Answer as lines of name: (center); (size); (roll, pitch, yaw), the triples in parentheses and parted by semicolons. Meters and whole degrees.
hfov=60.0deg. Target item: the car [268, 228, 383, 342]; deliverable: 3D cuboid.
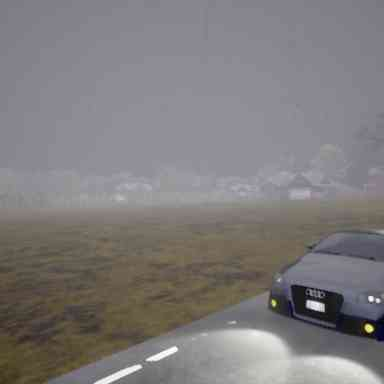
car: (3.229, 1.410, 6.200); (4.181, 1.385, 1.994); (-2, 1, -43)
